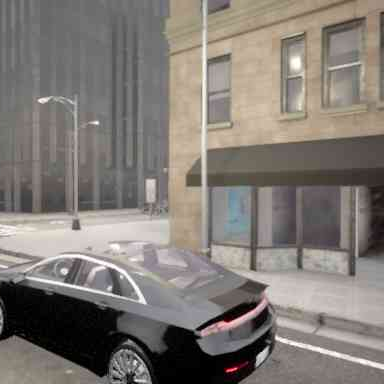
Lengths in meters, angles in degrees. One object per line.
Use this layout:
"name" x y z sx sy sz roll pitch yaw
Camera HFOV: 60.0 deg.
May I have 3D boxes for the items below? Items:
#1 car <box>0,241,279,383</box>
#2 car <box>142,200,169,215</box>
"car" -1.243 1.486 4.860 4.902 1.511 2.128 0 0 35
"car" -2.717 1.556 33.931 2.033 1.411 5.357 0 0 36
